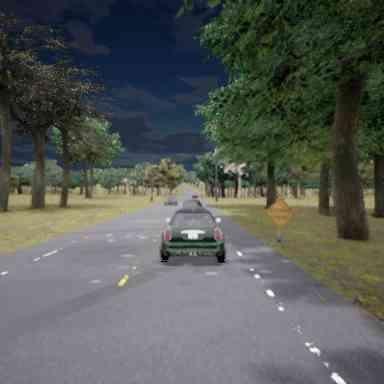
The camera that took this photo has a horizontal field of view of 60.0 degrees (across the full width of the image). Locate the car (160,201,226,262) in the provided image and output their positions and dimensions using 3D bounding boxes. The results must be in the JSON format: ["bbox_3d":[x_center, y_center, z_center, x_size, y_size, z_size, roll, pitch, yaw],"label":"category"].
[{"bbox_3d":[0.048,1.386,12.441,2.097,1.767,4.553,0,0,1],"label":"car"}]

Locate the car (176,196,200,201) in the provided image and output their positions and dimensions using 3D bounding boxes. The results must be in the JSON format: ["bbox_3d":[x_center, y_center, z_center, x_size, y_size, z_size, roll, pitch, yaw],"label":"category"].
[{"bbox_3d":[0.051,1.420,27.454,2.097,1.767,4.553,0,0,1],"label":"car"}]

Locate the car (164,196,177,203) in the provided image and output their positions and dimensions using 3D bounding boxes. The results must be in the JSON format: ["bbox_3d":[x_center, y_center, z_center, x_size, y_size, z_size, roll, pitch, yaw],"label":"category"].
[{"bbox_3d":[-3.548,1.432,57.078,2.097,1.767,4.553,0,0,0],"label":"car"}]

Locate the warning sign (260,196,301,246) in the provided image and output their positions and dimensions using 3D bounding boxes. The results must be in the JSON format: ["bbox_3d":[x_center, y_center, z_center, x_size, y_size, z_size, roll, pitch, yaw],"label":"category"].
[{"bbox_3d":[3.581,1.153,13.568,1.300,1.860,1.060,2,2,0],"label":"warning sign"}]
